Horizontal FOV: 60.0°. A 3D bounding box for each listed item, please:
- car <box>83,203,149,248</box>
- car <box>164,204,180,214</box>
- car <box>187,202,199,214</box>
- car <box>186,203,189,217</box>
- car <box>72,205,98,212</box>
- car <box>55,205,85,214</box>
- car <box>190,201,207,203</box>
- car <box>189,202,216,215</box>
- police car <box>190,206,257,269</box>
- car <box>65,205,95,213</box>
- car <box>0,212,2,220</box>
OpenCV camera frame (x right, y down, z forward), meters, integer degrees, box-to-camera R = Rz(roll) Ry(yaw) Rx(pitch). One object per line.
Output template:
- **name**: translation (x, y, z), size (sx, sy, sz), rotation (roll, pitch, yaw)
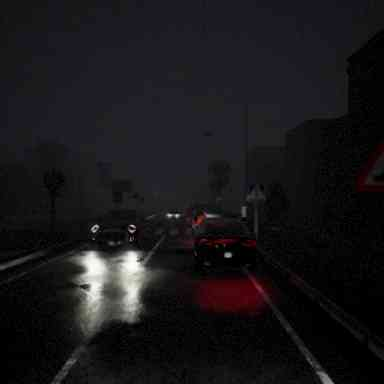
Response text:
- **car**: translation (-3.333, 1.590, 16.014), size (2.097, 1.767, 4.553), rotation (0, -1, 0)
- **car**: translation (-3.165, 3.140, 57.386), size (1.994, 1.385, 4.181), rotation (0, -2, 1)
- **car**: translation (0.165, 2.991, 63.277), size (2.150, 2.045, 5.566), rotation (0, -2, 0)
- **car**: translation (0.114, 2.773, 48.394), size (2.128, 1.511, 4.902), rotation (0, -2, 0)
- **car**: translation (-21.766, 3.416, 67.986), size (4.674, 1.452, 2.002), rotation (0, -2, 0)
- **car**: translation (-21.807, 3.093, 58.294), size (4.674, 1.452, 2.002), rotation (0, -2, 0)
- **car**: translation (1.016, 1.818, 27.732), size (2.150, 2.045, 5.566), rotation (0, -2, 0)
- **car**: translation (1.000, 1.747, 21.666), size (2.097, 1.767, 4.553), rotation (0, -2, 0)
- **police car**: translation (1.004, 1.553, 11.785), size (1.930, 1.638, 5.238), rotation (1, 0, 0)
- **car**: translation (-21.788, 3.271, 64.841), size (5.008, 1.535, 2.097), rotation (0, -2, 0)
- **car**: translation (-21.945, 2.119, 33.977), size (4.553, 1.767, 2.185), rotation (0, -2, 0)
